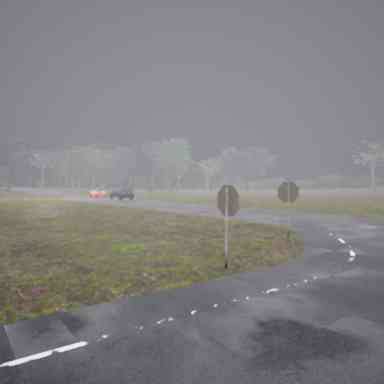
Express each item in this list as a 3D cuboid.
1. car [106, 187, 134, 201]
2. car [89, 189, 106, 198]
[{"bbox_3d":[-10.879,0.234,51.472,2.150,2.045,5.566,0,1,-35],"label":"car"},{"bbox_3d":[-16.871,0.165,59.922,2.097,1.767,4.553,0,1,-35],"label":"car"}]
